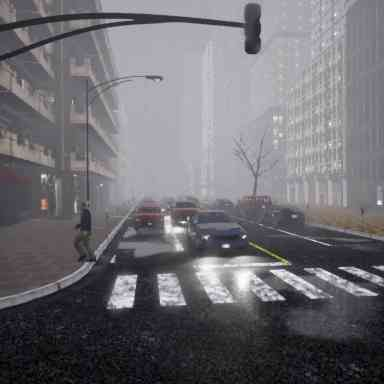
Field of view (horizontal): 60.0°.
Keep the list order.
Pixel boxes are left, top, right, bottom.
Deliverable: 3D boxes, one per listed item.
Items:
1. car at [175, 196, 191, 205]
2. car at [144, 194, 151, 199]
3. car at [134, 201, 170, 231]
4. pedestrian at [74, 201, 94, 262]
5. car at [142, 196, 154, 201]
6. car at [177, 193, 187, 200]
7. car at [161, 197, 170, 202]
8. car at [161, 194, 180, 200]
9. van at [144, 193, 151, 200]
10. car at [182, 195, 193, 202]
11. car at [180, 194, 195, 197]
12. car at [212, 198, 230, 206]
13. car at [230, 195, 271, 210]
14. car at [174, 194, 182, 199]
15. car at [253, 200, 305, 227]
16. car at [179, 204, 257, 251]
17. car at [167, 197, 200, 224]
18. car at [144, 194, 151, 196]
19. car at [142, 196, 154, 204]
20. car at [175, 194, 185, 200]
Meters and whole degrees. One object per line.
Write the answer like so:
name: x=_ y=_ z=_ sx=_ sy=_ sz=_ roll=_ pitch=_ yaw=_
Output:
car: x=-1.582 y=1.334 z=55.207 sx=2.033 sy=1.411 sz=5.357 roll=0 pitch=0 yaw=-8
car: x=-12.233 y=1.275 z=91.470 sx=1.887 sy=1.381 sz=4.507 roll=0 pitch=0 yaw=-8
car: x=-2.594 y=1.477 z=20.322 sx=1.887 sy=1.381 sz=4.507 roll=0 pitch=0 yaw=-8
pedestrian: x=-3.152 y=1.125 z=9.728 sx=0.375 sy=1.860 sz=0.375 roll=0 pitch=0 yaw=-8
car: x=-4.819 y=1.421 z=36.740 sx=1.887 sy=1.381 sz=4.507 roll=0 pitch=0 yaw=-8
car: x=-2.445 y=1.145 z=81.647 sx=1.967 sy=1.590 sz=4.097 roll=0 pitch=0 yaw=-8
car: x=-1.832 y=1.472 z=33.999 sx=1.895 sy=1.301 sz=4.718 roll=0 pitch=0 yaw=-8
car: x=-3.188 y=1.329 z=44.310 sx=2.128 sy=1.511 sz=4.902 roll=0 pitch=0 yaw=-7
van: x=-11.492 y=1.083 z=85.996 sx=1.690 sy=1.788 sz=3.998 roll=0 pitch=0 yaw=-8
car: x=-0.963 y=1.296 z=70.702 sx=1.947 sy=1.339 sz=4.313 roll=0 pitch=0 yaw=-8
car: x=-0.172 y=1.296 z=45.134 sx=1.882 sy=1.535 sz=5.008 roll=0 pitch=0 yaw=-7
car: x=3.486 y=1.393 z=37.864 sx=1.947 sy=1.339 sz=4.313 roll=0 pitch=0 yaw=-8
car: x=4.969 y=1.178 z=26.918 sx=2.192 sy=1.841 sz=5.009 roll=0 pitch=0 yaw=-8
car: x=-3.928 y=1.232 z=92.594 sx=2.008 sy=1.369 sz=4.403 roll=0 pitch=0 yaw=-8
car: x=5.710 y=1.448 z=21.446 sx=1.947 sy=1.339 sz=4.313 roll=0 pitch=0 yaw=-8
car: x=0.837 y=1.488 z=14.247 sx=2.033 sy=1.411 sz=5.357 roll=0 pitch=0 yaw=-8
car: x=-0.500 y=1.382 z=24.131 sx=1.882 sy=1.535 sz=5.008 roll=0 pitch=0 yaw=-8
car: x=-6.278 y=1.367 z=47.517 sx=1.752 sy=1.417 sz=4.829 roll=0 pitch=0 yaw=-8
car: x=-7.785 y=1.374 z=58.632 sx=1.947 sy=1.339 sz=4.313 roll=0 pitch=0 yaw=-8
car: x=-3.186 y=1.244 z=87.120 sx=2.008 sy=1.369 sz=4.403 roll=0 pitch=0 yaw=-8
